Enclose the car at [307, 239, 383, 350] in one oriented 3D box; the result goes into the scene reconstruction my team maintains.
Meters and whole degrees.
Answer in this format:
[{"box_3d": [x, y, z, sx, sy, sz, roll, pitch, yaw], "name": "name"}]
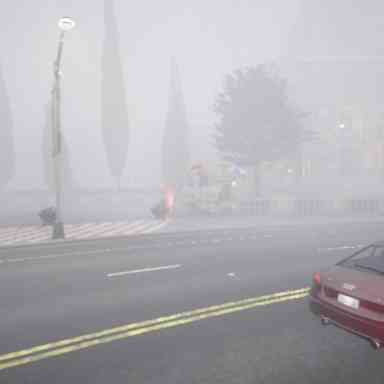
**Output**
[{"box_3d": [3.975, 1.443, 5.440, 4.181, 1.385, 1.994, -1, 1, -25], "name": "car"}]
